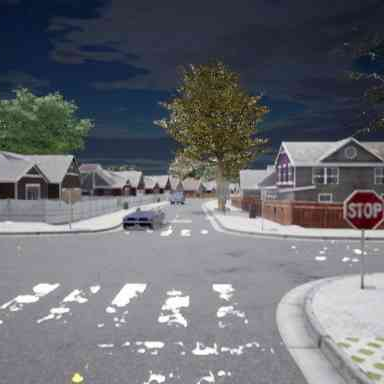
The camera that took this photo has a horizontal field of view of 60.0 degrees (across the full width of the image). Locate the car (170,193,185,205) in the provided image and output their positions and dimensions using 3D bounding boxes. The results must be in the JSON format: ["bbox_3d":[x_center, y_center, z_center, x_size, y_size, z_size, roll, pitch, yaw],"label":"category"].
[{"bbox_3d":[-2.455,1.157,56.892,2.150,2.045,5.566,0,0,3],"label":"car"}]

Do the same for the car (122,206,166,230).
[{"bbox_3d":[-2.917,1.584,20.983,1.895,1.301,4.718,0,0,5],"label":"car"}]
